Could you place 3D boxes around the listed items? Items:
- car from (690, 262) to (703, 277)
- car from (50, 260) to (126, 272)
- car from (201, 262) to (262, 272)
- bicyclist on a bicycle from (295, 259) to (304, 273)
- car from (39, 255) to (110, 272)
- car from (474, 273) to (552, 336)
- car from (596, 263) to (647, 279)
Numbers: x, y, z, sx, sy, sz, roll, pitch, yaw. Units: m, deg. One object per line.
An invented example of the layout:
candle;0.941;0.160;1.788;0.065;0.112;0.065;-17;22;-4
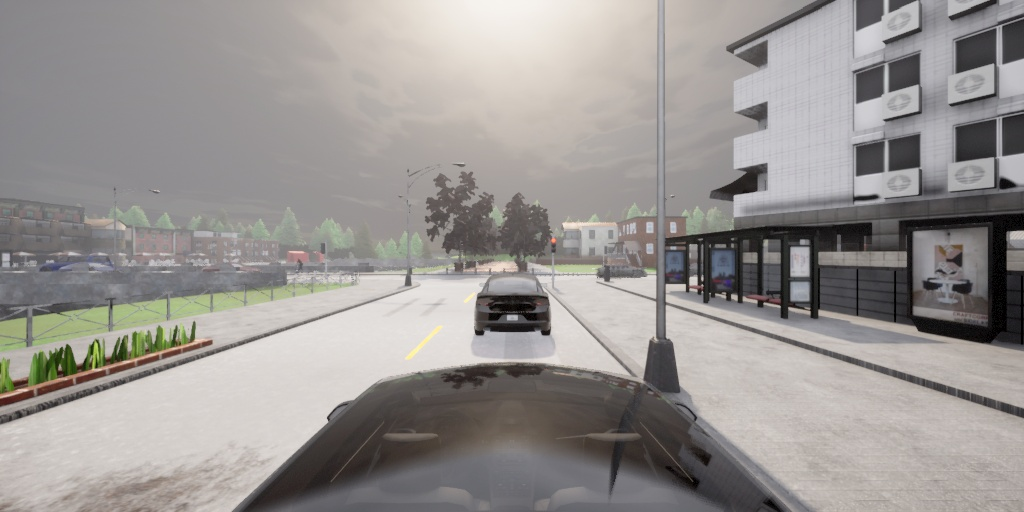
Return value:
car;18.444;1.313;35.376;4.181;1.385;1.994;0;0;0
car;-36.455;1.275;31.155;4.674;1.442;1.812;0;0;0
car;-24.299;1.275;31.167;4.674;1.442;1.812;0;0;0
bicyclist on a bicycle;-23.434;1.098;39.547;0.582;1.620;1.656;0;0;0
car;-42.662;0.971;35.237;5.566;2.045;2.150;0;0;0
car;0.031;1.227;10.478;1.882;1.535;5.008;0;0;0
car;9.465;1.313;31.170;4.181;1.385;1.994;0;0;0
